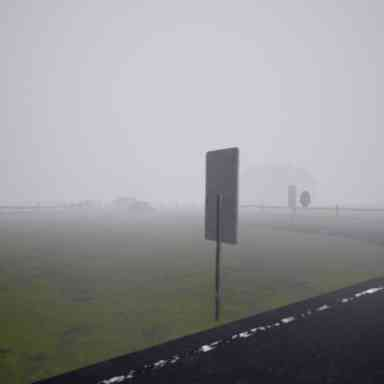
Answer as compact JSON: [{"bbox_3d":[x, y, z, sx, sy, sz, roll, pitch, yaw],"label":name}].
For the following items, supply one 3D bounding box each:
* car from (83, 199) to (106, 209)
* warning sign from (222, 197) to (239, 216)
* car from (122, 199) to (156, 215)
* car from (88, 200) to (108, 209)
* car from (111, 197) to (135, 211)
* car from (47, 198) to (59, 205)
[{"bbox_3d":[-15.694,1.882,52.156,1.812,1.442,4.674,1,-2,-36],"label":"car"},{"bbox_3d":[3.949,1.462,34.064,1.300,1.860,1.060,2,-1,-36],"label":"warning sign"},{"bbox_3d":[-5.950,1.874,38.623,1.812,1.442,4.674,1,-2,-36],"label":"car"},{"bbox_3d":[-16.420,2.198,57.813,1.812,1.442,4.674,1,-2,-36],"label":"car"},{"bbox_3d":[-10.115,1.763,49.238,2.150,2.045,5.566,1,-2,-35],"label":"car"},{"bbox_3d":[-36.137,2.500,86.495,2.097,1.767,4.553,1,-2,-36],"label":"car"}]
